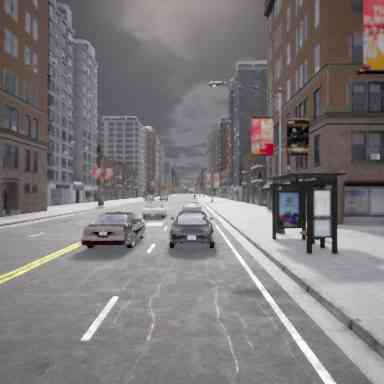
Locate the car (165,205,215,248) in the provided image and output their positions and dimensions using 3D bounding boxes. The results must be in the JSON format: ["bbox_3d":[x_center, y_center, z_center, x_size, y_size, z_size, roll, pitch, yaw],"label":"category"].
[{"bbox_3d":[0.001,1.535,14.650,1.812,1.442,4.674,0,0,0],"label":"car"}]

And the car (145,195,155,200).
[{"bbox_3d":[-9.750,1.512,76.727,2.128,1.511,4.902,0,0,0],"label":"car"}]

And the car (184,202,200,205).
[{"bbox_3d":[0.000,1.571,29.650,2.033,1.411,5.357,0,0,0],"label":"car"}]

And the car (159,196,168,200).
[{"bbox_3d":[-6.500,1.539,76.727,1.994,1.385,4.181,0,0,0],"label":"car"}]

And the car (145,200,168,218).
[{"bbox_3d":[-3.250,1.624,29.680,1.895,1.301,4.718,0,0,0],"label":"car"}]

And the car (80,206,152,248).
[{"bbox_3d":[-3.249,1.565,14.650,2.033,1.411,5.357,0,0,0],"label":"car"}]
